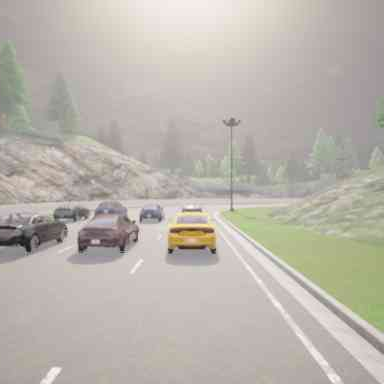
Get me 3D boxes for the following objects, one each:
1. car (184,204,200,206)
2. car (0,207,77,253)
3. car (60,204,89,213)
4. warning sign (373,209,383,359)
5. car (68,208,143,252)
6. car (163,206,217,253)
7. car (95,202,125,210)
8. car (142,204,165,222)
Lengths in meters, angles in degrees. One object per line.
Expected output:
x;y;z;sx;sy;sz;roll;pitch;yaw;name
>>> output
0.008;1.762;29.282;2.128;1.511;4.902;0;0;0;car
-6.997;1.625;14.289;2.128;1.511;4.902;0;0;0;car
-10.491;1.762;29.290;2.128;1.511;4.902;0;0;0;car
3.050;1.152;3.868;1.300;1.860;1.060;0;-1;0;warning sign
-3.496;1.659;14.388;1.812;1.442;4.674;0;0;0;car
0.004;1.612;14.479;1.882;1.535;5.008;0;0;0;car
-6.995;1.618;29.074;2.097;1.767;4.553;0;-1;0;car
-3.489;1.796;29.392;1.812;1.442;4.674;0;0;0;car
